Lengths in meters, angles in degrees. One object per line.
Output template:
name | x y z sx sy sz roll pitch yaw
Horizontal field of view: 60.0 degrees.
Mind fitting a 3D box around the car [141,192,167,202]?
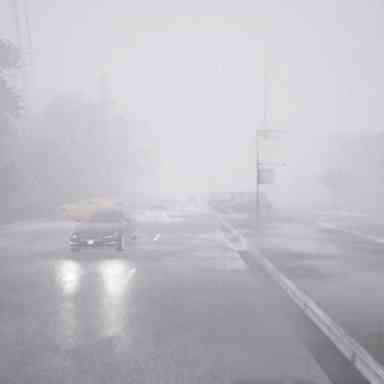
car | -8.442 1.084 73.924 5.566 2.045 2.435 0 0 0

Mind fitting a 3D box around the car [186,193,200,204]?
car | -0.080 1.297 55.822 1.837 1.490 4.892 0 0 0

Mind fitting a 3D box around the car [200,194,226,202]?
car | 4.431 1.317 71.524 5.366 1.575 1.946 0 0 0

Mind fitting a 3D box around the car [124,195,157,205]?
car | -8.406 1.272 54.553 5.008 1.535 2.097 0 0 0

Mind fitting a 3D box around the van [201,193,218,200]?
van | 4.682 1.180 88.346 4.442 1.987 1.878 0 0 0

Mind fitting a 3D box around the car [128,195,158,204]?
car | -8.391 1.307 57.338 4.792 1.488 2.163 0 0 0

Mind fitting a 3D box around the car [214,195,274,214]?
car | 4.724 1.266 29.483 4.892 1.521 2.231 0 0 0

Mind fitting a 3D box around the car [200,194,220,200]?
car | 4.580 1.392 85.541 5.008 1.535 2.097 0 0 0

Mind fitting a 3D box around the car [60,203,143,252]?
car | -3.362 1.401 13.428 1.837 1.490 4.892 0 0 0

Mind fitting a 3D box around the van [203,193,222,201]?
van | 4.716 1.123 77.133 4.442 1.987 1.878 0 0 0

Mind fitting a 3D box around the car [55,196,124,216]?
car | -8.354 1.279 26.706 5.008 1.535 2.097 0 0 0

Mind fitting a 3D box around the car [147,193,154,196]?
car | -8.394 1.301 48.982 4.674 1.452 2.002 0 0 0

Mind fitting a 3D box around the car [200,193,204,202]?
car | 4.631 1.024 57.512 5.566 2.045 2.435 0 0 0

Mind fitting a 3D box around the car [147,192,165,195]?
car | -8.409 1.038 62.907 5.566 2.045 2.435 0 0 0

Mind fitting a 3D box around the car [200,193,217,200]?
car | 4.526 1.295 91.148 4.553 1.767 2.185 0 0 0

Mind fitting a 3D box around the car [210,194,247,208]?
car | 4.728 1.123 43.494 4.553 1.767 2.185 0 0 0

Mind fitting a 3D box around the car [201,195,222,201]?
car | 4.620 1.393 79.934 4.792 1.488 2.163 0 0 0

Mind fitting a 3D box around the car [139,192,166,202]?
car | -8.433 1.070 71.263 5.566 2.045 2.435 0 0 0

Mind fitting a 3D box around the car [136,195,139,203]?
car | -8.371 1.291 35.061 4.674 1.452 2.002 0 0 0

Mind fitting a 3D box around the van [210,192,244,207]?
van | 4.807 1.028 46.299 4.442 1.987 1.878 0 0 0

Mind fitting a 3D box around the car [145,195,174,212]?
car | -3.379 1.316 35.544 2.033 1.411 5.357 0 0 0

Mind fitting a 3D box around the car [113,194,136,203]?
car | -8.370 1.256 32.274 5.008 1.535 2.097 0 0 0

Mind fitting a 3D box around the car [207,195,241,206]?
car | 4.689 1.260 49.102 4.892 1.521 2.231 0 0 0

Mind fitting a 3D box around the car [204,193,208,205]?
car | 4.674 0.995 40.693 5.566 2.045 2.435 0 0 0

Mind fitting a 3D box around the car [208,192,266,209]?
car | 4.686 1.004 32.283 5.566 2.045 2.435 0 0 0

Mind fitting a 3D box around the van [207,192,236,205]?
van | 4.559 1.039 51.905 4.442 1.987 1.878 0 0 0

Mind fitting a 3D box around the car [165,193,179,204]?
car | -3.349 1.307 58.964 1.837 1.490 4.892 0 -1 0

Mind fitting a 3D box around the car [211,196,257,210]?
car | 4.701 1.246 37.888 4.892 1.521 2.231 0 0 0

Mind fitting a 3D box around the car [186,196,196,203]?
car | -0.111 1.420 65.909 1.895 1.301 4.718 0 0 0

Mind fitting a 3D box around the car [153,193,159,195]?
car | -8.218 1.263 51.767 5.366 1.575 1.946 0 0 0

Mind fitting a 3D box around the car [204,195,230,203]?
car | 4.671 1.317 63.117 4.792 1.488 2.163 0 0 0

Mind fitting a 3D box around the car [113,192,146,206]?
car | -8.346 1.123 40.630 4.553 1.767 2.185 0 0 0
